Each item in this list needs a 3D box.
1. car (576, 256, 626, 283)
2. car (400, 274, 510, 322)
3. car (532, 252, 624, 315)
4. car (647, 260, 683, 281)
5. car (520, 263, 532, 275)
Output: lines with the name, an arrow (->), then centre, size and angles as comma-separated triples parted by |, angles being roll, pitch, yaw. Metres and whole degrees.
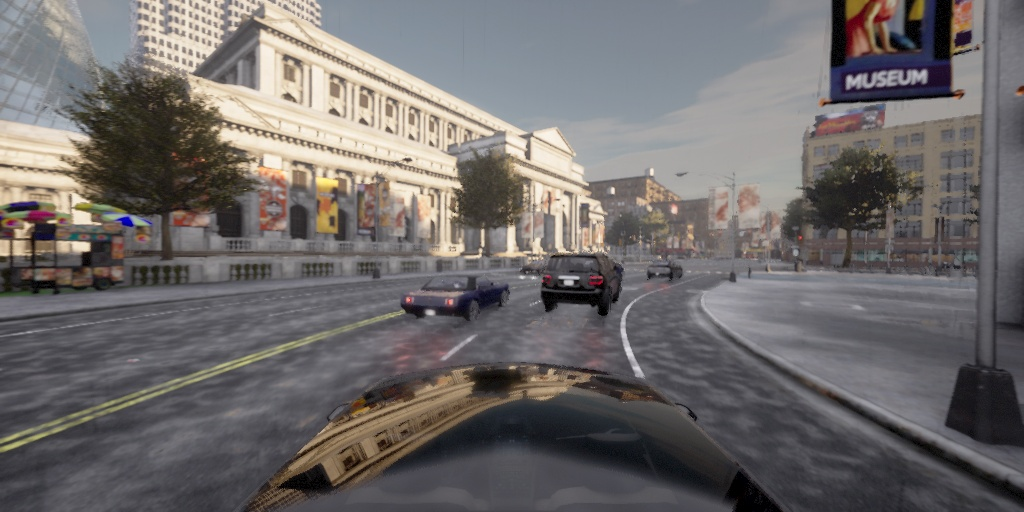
car -> 6.645, 0.926, 26.517 | 2.097, 1.767, 4.553 | 1, 1, 35
car -> -1.569, 1.243, 11.904 | 1.895, 1.301, 4.718 | 1, 1, 17
car -> 2.761, 0.885, 13.566 | 2.150, 2.045, 5.566 | 0, 1, 22
car -> 11.949, 1.093, 27.954 | 2.128, 1.511, 4.902 | 1, 1, 36
car -> 2.877, 1.036, 33.530 | 2.033, 1.411, 5.357 | 1, 1, 36
